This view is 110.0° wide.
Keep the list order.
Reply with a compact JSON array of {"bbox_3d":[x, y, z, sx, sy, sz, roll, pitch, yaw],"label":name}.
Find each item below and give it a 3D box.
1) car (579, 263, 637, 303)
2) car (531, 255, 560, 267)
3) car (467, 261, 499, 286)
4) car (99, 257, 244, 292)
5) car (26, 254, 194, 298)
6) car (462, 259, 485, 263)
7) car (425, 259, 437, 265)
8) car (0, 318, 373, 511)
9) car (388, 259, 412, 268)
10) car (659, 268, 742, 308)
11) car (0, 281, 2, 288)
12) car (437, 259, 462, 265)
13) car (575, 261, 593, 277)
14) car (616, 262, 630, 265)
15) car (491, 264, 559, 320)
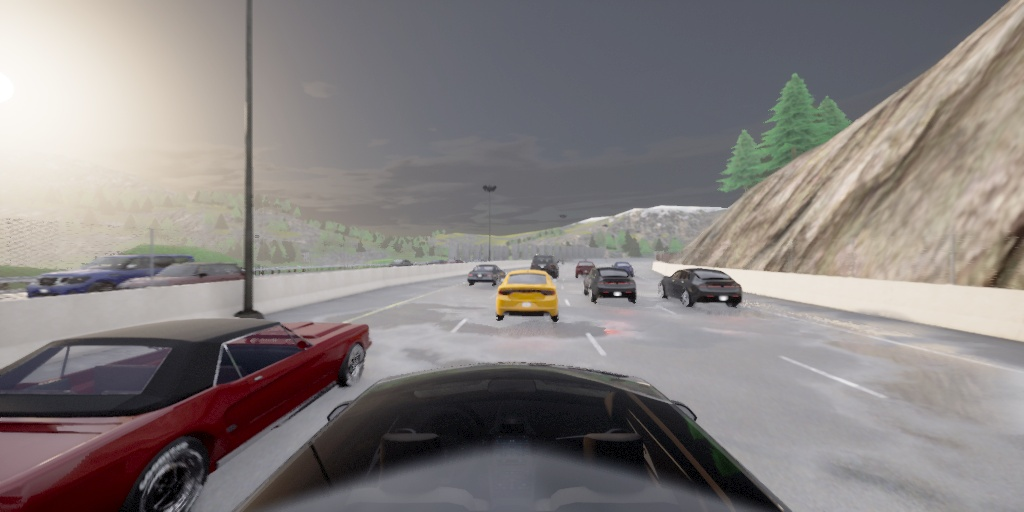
[{"bbox_3d":[4.425,1.255,16.687,1.837,1.490,4.892,0,0,5],"label":"car"},{"bbox_3d":[2.877,0.958,31.174,2.150,2.045,5.566,0,0,10],"label":"car"},{"bbox_3d":[-1.676,1.278,25.000,2.033,1.411,5.357,0,0,8],"label":"car"},{"bbox_3d":[-13.462,1.062,15.022,2.097,1.767,4.553,0,0,5],"label":"car"},{"bbox_3d":[-16.933,0.923,15.867,2.150,2.045,5.566,0,0,5],"label":"car"},{"bbox_3d":[-5.479,1.178,56.295,1.882,1.535,5.008,0,0,18],"label":"car"},{"bbox_3d":[-12.132,1.231,58.539,2.033,1.411,5.357,0,0,18],"label":"car"},{"bbox_3d":[-3.317,1.342,3.964,1.895,1.301,4.718,0,0,1],"label":"car"},{"bbox_3d":[-16.948,1.201,54.589,1.812,1.442,4.674,0,0,16],"label":"car"},{"bbox_3d":[7.805,1.264,15.303,1.837,1.490,4.892,0,0,5],"label":"car"},{"bbox_3d":[-24.091,1.287,13.918,1.895,1.301,4.718,0,0,4],"label":"car"},{"bbox_3d":[-9.292,1.170,55.814,1.882,1.535,5.008,0,0,17],"label":"car"},{"bbox_3d":[7.095,1.222,34.481,1.882,1.535,5.008,0,0,11],"label":"car"},{"bbox_3d":[10.829,1.278,35.225,1.812,1.442,4.674,0,0,12],"label":"car"},{"bbox_3d":[0.577,1.222,12.606,1.882,1.535,5.008,0,0,4],"label":"car"}]
